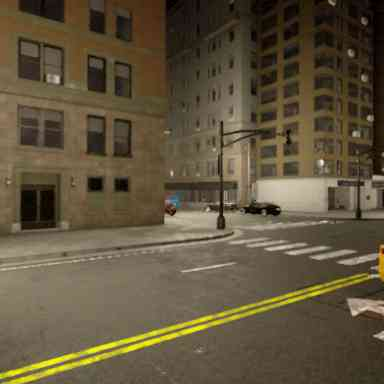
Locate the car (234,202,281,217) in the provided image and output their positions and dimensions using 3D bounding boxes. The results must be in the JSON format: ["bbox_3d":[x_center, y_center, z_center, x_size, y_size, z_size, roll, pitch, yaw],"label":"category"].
[{"bbox_3d":[6.431,1.583,31.363,1.947,1.339,4.313,0,0,-35],"label":"car"}]

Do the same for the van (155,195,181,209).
[{"bbox_3d":[-3.370,1.359,45.236,1.690,1.788,3.998,0,0,-35],"label":"van"}]

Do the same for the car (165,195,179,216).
[{"bbox_3d":[-3.390,1.292,31.357,2.192,1.841,5.009,0,0,-35],"label":"car"}]

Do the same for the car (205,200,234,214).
[{"bbox_3d":[3.163,1.568,35.987,2.008,1.369,4.403,0,0,-35],"label":"car"}]

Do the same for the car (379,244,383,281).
[{"bbox_3d":[6.497,1.475,8.068,5.008,1.535,1.882,0,0,-36],"label":"car"}]
